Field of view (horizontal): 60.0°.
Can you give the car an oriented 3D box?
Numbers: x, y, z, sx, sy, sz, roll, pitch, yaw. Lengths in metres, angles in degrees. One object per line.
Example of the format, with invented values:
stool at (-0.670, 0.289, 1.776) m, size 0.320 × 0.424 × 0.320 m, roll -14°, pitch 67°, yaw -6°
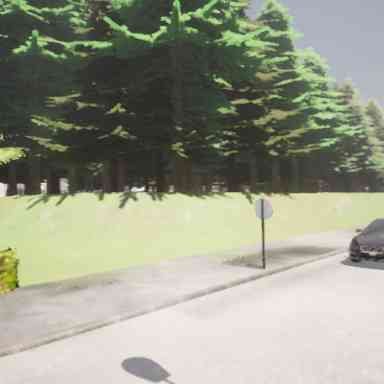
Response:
car at (7.360, 1.693, 12.084) m, size 4.892 × 1.490 × 1.837 m, roll 0°, pitch -2°, yaw -44°
